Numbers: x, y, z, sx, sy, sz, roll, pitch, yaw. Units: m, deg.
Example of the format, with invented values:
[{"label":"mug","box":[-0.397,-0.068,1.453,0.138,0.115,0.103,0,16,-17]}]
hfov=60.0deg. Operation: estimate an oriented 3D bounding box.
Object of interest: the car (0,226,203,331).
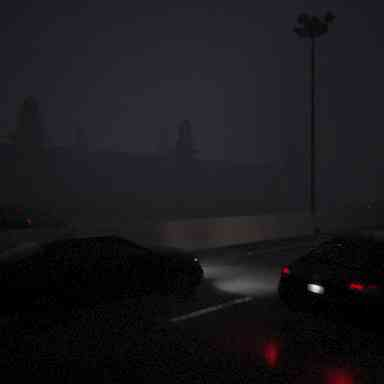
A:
[{"label":"car","box":[-1.916,1.535,6.862,4.674,1.442,1.812,0,0,-37]}]

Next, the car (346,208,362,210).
[{"label":"car","box":[22.169,1.663,44.068,5.357,1.411,2.033,0,0,-39]}]

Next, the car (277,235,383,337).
[{"label":"car","box":[3.641,1.582,6.754,4.181,1.385,1.994,0,0,-38]}]

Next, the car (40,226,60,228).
[{"label":"car","box":[-9.397,1.583,18.957,4.181,1.385,1.994,0,0,-38]}]

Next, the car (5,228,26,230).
[{"label":"car","box":[-9.518,1.363,14.505,4.553,1.767,2.097,0,0,-37]}]
